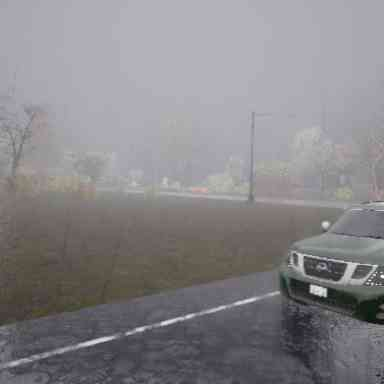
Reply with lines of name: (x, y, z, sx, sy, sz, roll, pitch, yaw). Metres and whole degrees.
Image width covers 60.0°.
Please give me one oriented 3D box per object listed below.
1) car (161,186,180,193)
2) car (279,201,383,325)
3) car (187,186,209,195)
car: (-4.610, -0.567, 69.200, 1.895, 1.301, 4.718, 0, 2, -36)
car: (4.270, 1.223, 6.927, 5.566, 2.045, 2.150, 0, 0, -36)
car: (1.020, -0.412, 61.353, 2.097, 1.767, 4.553, 0, 2, -36)
